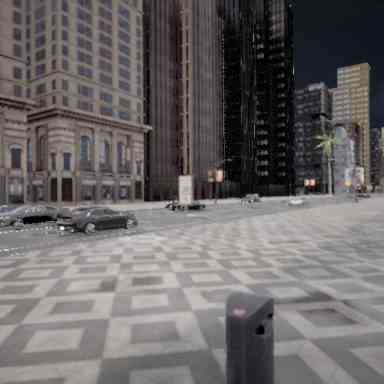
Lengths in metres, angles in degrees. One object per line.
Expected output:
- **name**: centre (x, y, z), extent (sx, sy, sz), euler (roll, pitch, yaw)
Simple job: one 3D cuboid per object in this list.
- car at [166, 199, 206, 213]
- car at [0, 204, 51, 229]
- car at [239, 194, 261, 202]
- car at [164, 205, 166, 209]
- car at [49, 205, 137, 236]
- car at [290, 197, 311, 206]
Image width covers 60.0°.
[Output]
- **car**: centre (-0.413, 1.619, 37.488), extent (1.895, 1.301, 4.718), euler (-1, 0, 35)
- **car**: centre (-10.805, 1.601, 22.661), extent (2.128, 1.511, 4.902), euler (-1, 0, 35)
- **car**: centre (8.815, 0.952, 50.515), extent (2.097, 1.767, 4.553), euler (-1, 0, 35)
- **car**: centre (-1.209, 1.584, 42.009), extent (2.033, 1.411, 5.357), euler (-1, 0, 35)
- **car**: centre (-5.269, 1.593, 19.058), extent (1.837, 1.490, 4.892), euler (-1, 0, 35)
- **car**: centre (16.315, 1.457, 49.882), extent (1.895, 1.301, 4.718), euler (-1, 0, 35)
